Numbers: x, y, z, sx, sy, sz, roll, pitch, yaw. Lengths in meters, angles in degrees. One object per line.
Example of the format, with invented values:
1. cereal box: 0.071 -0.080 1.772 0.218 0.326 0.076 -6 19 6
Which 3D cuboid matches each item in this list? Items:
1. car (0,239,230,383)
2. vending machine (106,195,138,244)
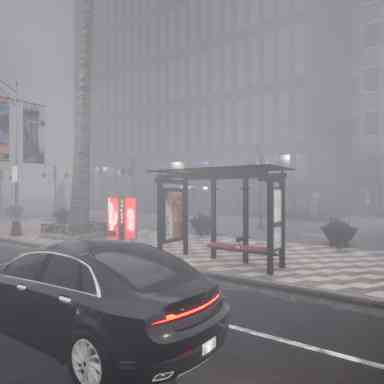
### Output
1. car: -1.773 1.505 5.203 4.892 1.490 1.837 0 0 36
2. vending machine: -3.186 1.195 15.179 0.880 2.100 1.100 0 0 35
